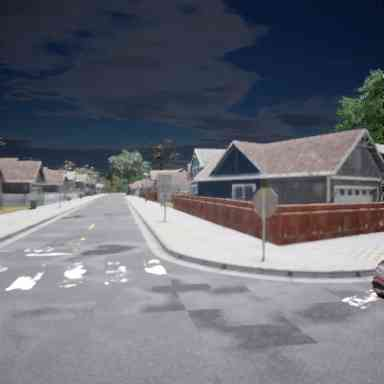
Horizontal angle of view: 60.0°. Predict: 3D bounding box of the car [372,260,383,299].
[{"bbox_3d":[5.795,1.524,7.207,4.674,1.442,1.812,0,0,-36],"label":"car"}]
